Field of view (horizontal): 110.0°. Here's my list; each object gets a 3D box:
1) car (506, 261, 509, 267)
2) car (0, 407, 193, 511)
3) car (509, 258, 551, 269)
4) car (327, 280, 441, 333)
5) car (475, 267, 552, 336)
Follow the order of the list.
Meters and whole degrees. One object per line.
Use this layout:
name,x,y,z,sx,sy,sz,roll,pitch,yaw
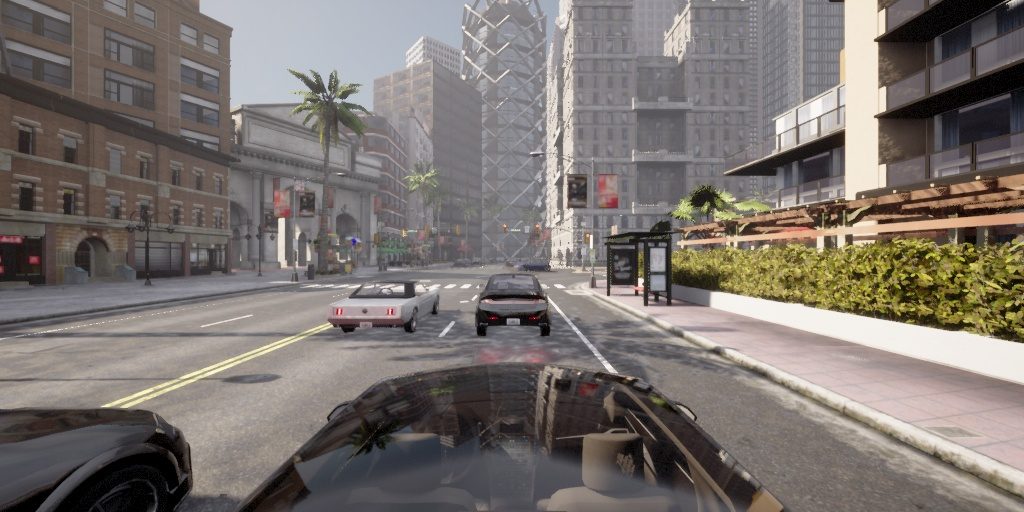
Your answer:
car,0.110,1.241,61.507,2.128,1.511,4.902,0,0,-7
car,-3.392,1.314,0.930,1.994,1.385,4.181,0,0,0
car,2.429,1.102,44.484,4.553,1.767,2.097,0,0,-22
car,-3.457,1.351,10.750,1.895,1.301,4.718,0,0,0
car,0.041,1.242,10.370,2.128,1.511,4.902,0,0,0
